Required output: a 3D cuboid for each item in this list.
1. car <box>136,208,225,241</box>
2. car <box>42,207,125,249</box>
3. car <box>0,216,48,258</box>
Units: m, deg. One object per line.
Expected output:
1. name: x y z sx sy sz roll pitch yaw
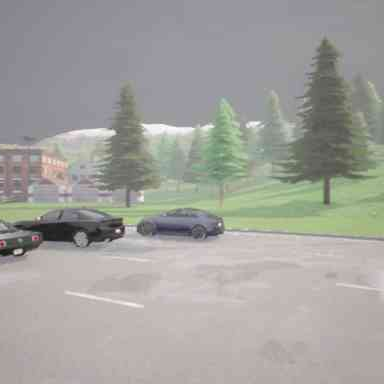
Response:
1. car: -0.565 1.448 15.929 4.181 1.385 1.994 0 0 24
2. car: -5.252 1.394 14.070 5.008 1.535 1.882 0 0 21
3. car: -7.437 1.549 10.957 4.718 1.301 1.895 0 0 19
